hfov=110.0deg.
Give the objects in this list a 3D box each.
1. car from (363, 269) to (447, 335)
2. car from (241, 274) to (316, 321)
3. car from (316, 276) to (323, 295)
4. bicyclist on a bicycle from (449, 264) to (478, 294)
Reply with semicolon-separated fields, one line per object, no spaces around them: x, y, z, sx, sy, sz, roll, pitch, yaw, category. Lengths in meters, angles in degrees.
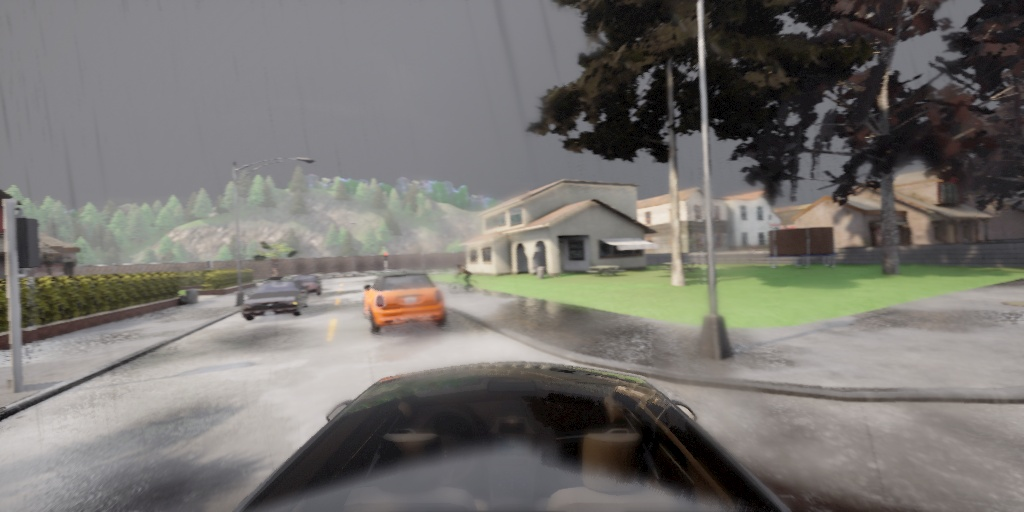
-3.670;1.279;11.785;2.097;1.767;4.553;-3;0;-25;car
-10.006;1.766;15.550;2.033;1.411;5.357;-3;0;-25;car
-14.133;1.980;24.575;1.994;1.385;4.181;-3;0;-24;car
-2.682;1.241;19.681;1.656;1.620;0.582;-3;0;-25;bicyclist on a bicycle
